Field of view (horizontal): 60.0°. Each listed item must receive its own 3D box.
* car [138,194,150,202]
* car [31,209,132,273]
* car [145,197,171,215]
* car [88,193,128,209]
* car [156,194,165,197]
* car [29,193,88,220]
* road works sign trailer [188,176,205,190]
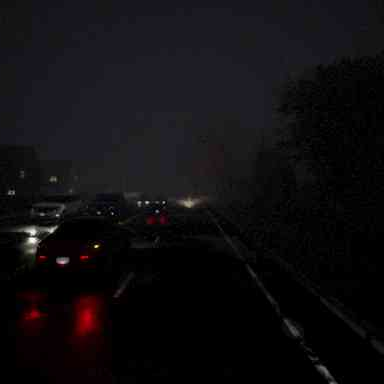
[{"bbox_3d":[-9.624,1.151,66.945,1.837,1.490,4.892,0,0,0],"label":"car"},{"bbox_3d":[-3.136,1.476,10.394,1.812,1.442,4.674,0,0,0],"label":"car"},{"bbox_3d":[-3.087,1.445,31.940,1.895,1.301,4.718,0,0,0],"label":"car"},{"bbox_3d":[-6.548,1.094,26.158,2.150,2.045,5.566,0,0,0],"label":"car"},{"bbox_3d":[-6.373,1.172,67.356,1.812,1.442,4.674,0,0,0],"label":"car"},{"bbox_3d":[-9.800,1.102,24.535,2.150,2.045,5.566,0,0,0],"label":"car"},{"bbox_3d":[0.873,-1.913,70.888,3.560,2.380,2.880,-32,-15,-46],"label":"road works sign trailer"}]
